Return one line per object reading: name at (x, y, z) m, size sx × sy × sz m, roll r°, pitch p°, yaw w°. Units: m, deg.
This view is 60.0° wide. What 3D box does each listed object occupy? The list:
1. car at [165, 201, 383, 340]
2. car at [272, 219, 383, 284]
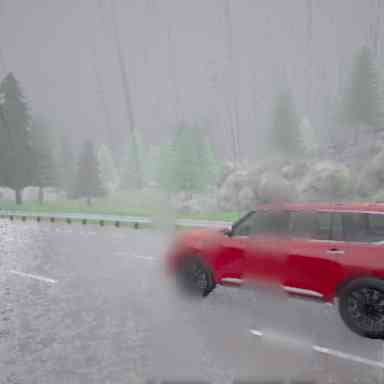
car at (2.044, 1.203, 6.755) m, size 5.566 × 2.045 × 2.150 m, roll 0°, pitch 0°, yaw 35°
car at (4.807, 1.574, 9.135) m, size 4.718 × 1.301 × 1.895 m, roll 0°, pitch 0°, yaw 35°
